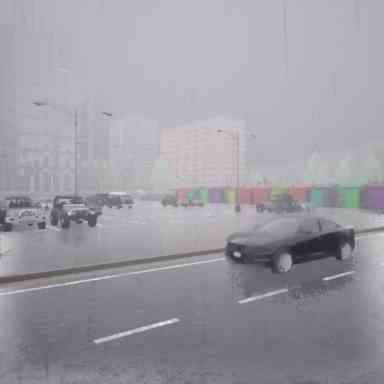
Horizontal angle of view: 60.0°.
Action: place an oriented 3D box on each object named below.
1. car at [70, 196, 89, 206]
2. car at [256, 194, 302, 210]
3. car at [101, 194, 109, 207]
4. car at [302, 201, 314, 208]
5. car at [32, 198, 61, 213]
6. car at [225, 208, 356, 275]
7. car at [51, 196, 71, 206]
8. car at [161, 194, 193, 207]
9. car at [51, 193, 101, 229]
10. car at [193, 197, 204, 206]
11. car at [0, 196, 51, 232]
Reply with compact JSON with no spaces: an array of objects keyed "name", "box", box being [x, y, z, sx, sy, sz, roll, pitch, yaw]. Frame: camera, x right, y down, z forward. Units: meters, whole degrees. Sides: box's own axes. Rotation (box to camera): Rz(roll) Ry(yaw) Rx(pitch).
[{"name":"car","box":[-18.038,1.364,53.335,1.784,1.438,3.905,0,0,-37]},{"name":"car","box":[8.206,1.156,32.415,1.905,1.878,3.866,0,0,-37]},{"name":"car","box":[-15.932,1.153,54.998,1.932,1.855,4.605,0,0,-37]},{"name":"car","box":[10.519,1.395,34.157,1.970,1.475,3.806,0,0,-37]},{"name":"car","box":[-15.808,1.395,36.069,1.970,1.475,3.806,0,0,-37]},{"name":"car","box":[3.279,1.477,10.708,5.008,1.535,1.882,0,0,-36]},{"name":"car","box":[-20.345,1.395,51.585,1.970,1.475,3.806,0,0,-37]},{"name":"car","box":[-2.404,1.153,46.358,1.932,1.855,4.605,0,0,-37]},{"name":"car","box":[-7.401,1.156,20.521,1.905,1.878,3.866,0,0,-37]},{"name":"car","box":[-0.058,1.364,48.058,1.784,1.438,3.905,0,0,-37]},{"name":"car","box":[-9.740,1.153,18.814,1.932,1.855,4.605,0,0,-37]}]
